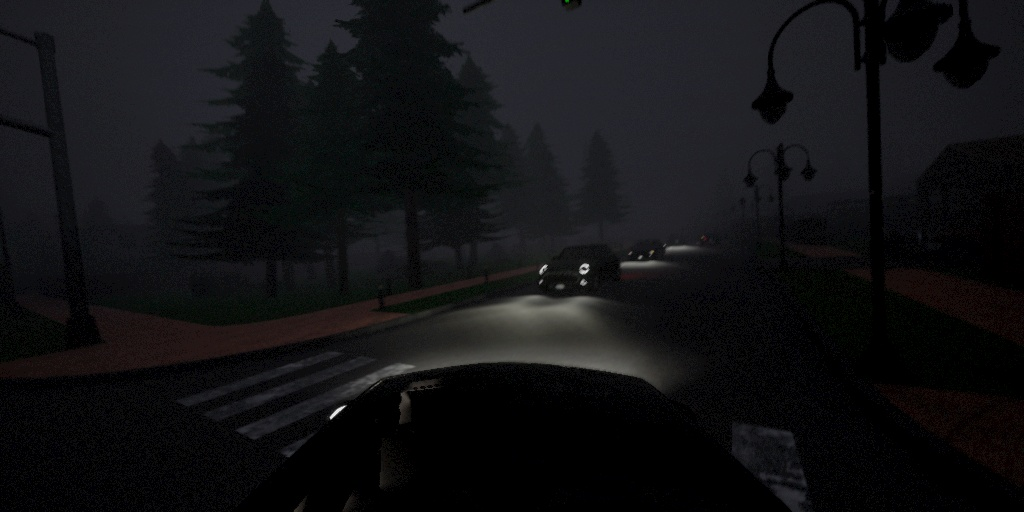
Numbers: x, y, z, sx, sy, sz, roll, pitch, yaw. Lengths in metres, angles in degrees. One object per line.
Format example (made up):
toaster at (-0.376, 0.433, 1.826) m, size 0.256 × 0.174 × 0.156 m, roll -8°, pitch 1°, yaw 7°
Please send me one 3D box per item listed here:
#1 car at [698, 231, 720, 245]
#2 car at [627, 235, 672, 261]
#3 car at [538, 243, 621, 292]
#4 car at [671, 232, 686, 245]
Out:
car at (22.239, -2.093, 40.390) m, size 1.812 × 1.442 × 4.674 m, roll -3°, pitch 3°, yaw 26°
car at (9.788, -0.501, 25.782) m, size 2.033 × 1.411 × 5.357 m, roll -3°, pitch 3°, yaw 32°
car at (2.810, 0.328, 14.426) m, size 2.097 × 1.767 × 4.553 m, roll -3°, pitch 3°, yaw 32°
car at (19.810, -2.065, 43.054) m, size 2.128 × 1.511 × 4.902 m, roll -3°, pitch 3°, yaw 25°
